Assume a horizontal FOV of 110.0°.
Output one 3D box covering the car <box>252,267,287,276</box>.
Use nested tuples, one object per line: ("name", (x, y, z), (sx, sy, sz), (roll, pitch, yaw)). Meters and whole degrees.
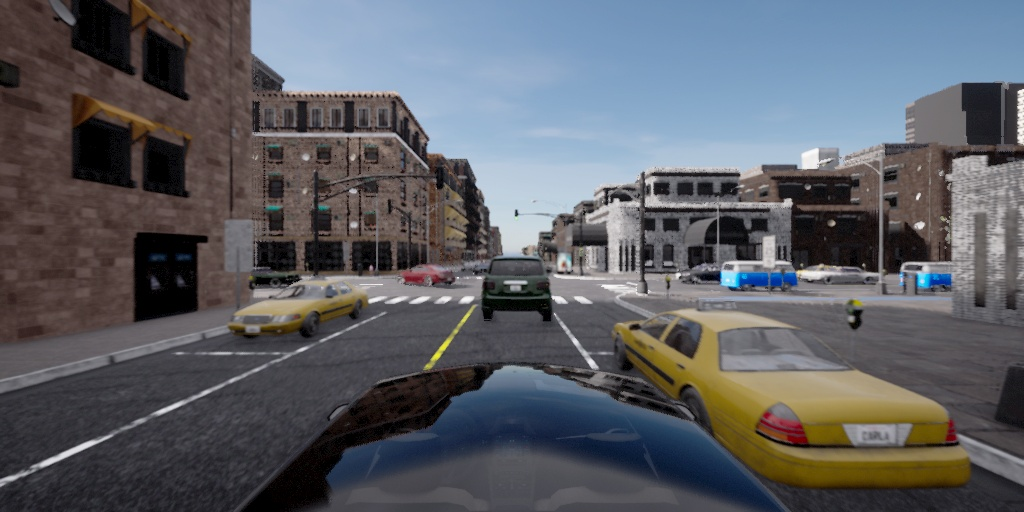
("car", (-16.516, 1.393, 23.567), (4.718, 1.301, 1.895), (0, 0, -1))

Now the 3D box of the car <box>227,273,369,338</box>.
("car", (-5.703, 1.298, 10.295), (1.751, 1.417, 4.829), (0, 0, 0))

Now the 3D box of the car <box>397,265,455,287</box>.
("car", (-5.992, 1.331, 24.881), (4.674, 1.442, 1.812), (1, 0, 35))

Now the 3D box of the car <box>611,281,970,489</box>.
("car", (2.687, 1.283, 4.948), (1.751, 1.417, 4.829), (0, 0, 0))

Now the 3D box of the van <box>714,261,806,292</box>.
("van", (14.625, 1.209, 21.265), (3.998, 1.789, 1.690), (0, 0, -1))

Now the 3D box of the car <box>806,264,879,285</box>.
("car", (24.727, 1.469, 27.147), (4.718, 1.301, 1.895), (0, 0, -1))

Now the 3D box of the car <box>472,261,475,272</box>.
("car", (-3.160, 1.427, 41.518), (1.994, 1.385, 4.181), (0, 0, 0))

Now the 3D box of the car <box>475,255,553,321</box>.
("car", (0.262, 1.000, 12.774), (2.150, 2.045, 5.566), (0, 0, 3))

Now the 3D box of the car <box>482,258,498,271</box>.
("car", (-3.146, 1.251, 51.688), (2.097, 1.767, 4.553), (0, 0, 0))

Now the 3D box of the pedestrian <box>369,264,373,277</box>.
("pedestrian", (-12.680, 1.281, 32.338), (0.500, 1.100, 0.500), (0, 0, -1))

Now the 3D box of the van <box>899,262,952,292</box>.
("van", (25.668, 1.238, 21.367), (3.998, 1.789, 1.690), (0, 0, -1))

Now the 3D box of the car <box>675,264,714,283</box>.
("car", (14.885, 1.334, 27.068), (4.902, 1.511, 2.128), (0, 0, -2))

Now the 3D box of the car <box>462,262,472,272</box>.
("car", (-5.768, 1.438, 48.616), (2.007, 1.370, 4.403), (0, 0, 0))
